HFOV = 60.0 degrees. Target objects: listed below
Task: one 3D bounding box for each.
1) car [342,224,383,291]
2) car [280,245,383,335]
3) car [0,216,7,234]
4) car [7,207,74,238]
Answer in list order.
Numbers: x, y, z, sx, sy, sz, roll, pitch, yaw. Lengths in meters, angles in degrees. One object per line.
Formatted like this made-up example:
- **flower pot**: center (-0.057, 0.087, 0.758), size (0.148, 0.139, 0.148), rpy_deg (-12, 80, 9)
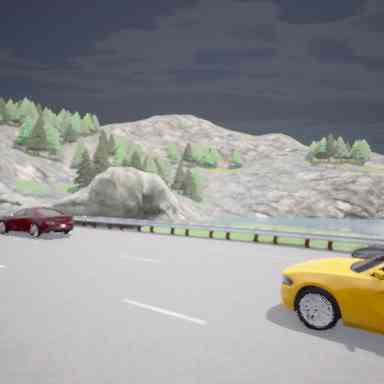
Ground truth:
- **car**: center (6.281, 1.679, 7.843), size (4.674, 1.442, 1.812), rpy_deg (0, -1, 38)
- **car**: center (3.911, 1.579, 5.281), size (5.008, 1.535, 1.882), rpy_deg (0, -1, 38)
- **car**: center (-11.249, 1.396, 15.890), size (4.553, 1.767, 2.097), rpy_deg (0, -1, 32)
- **car**: center (-8.691, 1.575, 18.425), size (5.008, 1.535, 1.882), rpy_deg (0, -1, 33)
